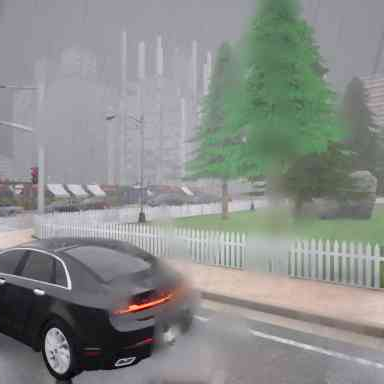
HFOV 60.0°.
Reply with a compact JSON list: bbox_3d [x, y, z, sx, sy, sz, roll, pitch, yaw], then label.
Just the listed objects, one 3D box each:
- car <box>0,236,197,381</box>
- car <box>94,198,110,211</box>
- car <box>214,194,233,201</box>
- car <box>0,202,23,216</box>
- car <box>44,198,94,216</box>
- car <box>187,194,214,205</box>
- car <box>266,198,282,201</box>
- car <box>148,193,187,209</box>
[{"bbox_3d":[-2.211,1.505,5.505,4.892,1.490,1.837,0,0,36],"label":"car"},{"bbox_3d":[-11.933,1.478,39.064,1.882,1.535,5.008,0,1,34],"label":"car"},{"bbox_3d":[5.463,1.073,58.507,2.097,1.767,4.553,0,0,34],"label":"car"},{"bbox_3d":[-18.050,1.601,30.077,1.895,1.301,4.718,0,0,36],"label":"car"},{"bbox_3d":[-12.355,1.491,32.161,2.128,1.511,4.902,0,0,34],"label":"car"},{"bbox_3d":[1.177,1.548,58.440,2.033,1.411,5.357,0,0,34],"label":"car"},{"bbox_3d":[14.919,1.564,59.852,1.994,1.385,4.181,0,0,34],"label":"car"},{"bbox_3d":[-3.536,1.216,45.281,2.150,2.045,5.566,0,1,34],"label":"car"}]
